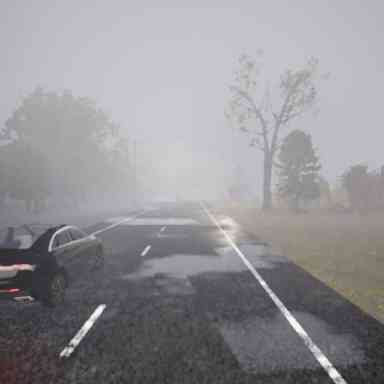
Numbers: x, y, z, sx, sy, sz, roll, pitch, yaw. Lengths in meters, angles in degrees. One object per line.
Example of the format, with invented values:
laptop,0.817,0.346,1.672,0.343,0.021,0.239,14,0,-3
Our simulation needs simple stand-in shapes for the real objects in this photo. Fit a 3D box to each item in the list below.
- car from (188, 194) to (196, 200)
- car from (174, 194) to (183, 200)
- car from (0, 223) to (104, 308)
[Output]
car,-0.039,1.240,85.756,2.097,1.767,4.553,0,0,0
car,-3.539,1.363,85.408,1.882,1.535,5.008,0,0,0
car,-3.504,1.487,7.890,2.128,1.511,4.902,0,0,0
